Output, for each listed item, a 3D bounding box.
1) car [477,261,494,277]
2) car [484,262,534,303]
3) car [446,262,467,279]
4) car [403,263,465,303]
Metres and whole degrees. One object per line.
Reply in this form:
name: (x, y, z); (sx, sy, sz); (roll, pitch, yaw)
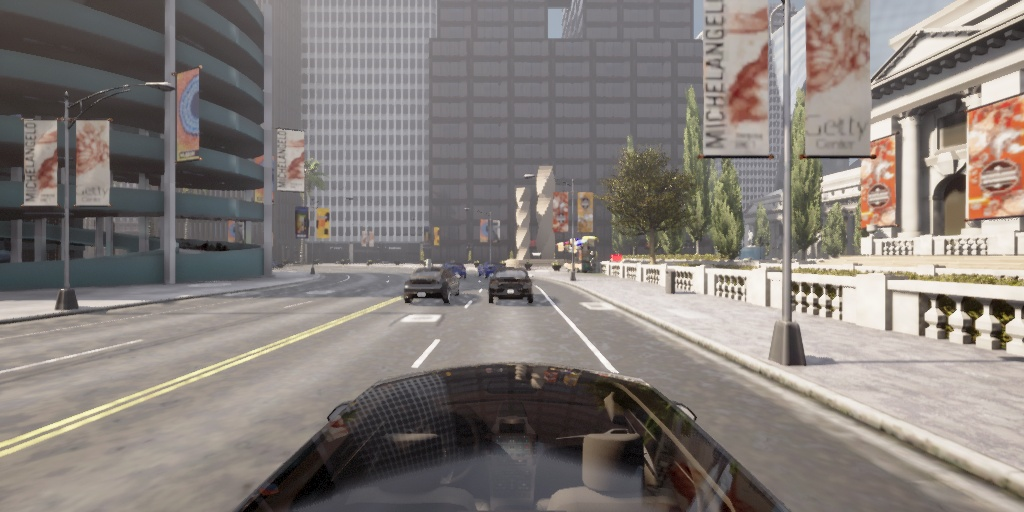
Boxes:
car: (-1.917, 1.232, 32.845); (1.882, 1.535, 5.008); (0, 0, -17)
car: (-0.053, 1.232, 16.504); (1.882, 1.535, 5.008); (0, 0, 0)
car: (-5.270, 1.232, 31.841); (1.882, 1.535, 5.008); (0, 0, -17)
car: (-3.553, 1.263, 16.501); (1.837, 1.490, 4.892); (0, 0, 0)
